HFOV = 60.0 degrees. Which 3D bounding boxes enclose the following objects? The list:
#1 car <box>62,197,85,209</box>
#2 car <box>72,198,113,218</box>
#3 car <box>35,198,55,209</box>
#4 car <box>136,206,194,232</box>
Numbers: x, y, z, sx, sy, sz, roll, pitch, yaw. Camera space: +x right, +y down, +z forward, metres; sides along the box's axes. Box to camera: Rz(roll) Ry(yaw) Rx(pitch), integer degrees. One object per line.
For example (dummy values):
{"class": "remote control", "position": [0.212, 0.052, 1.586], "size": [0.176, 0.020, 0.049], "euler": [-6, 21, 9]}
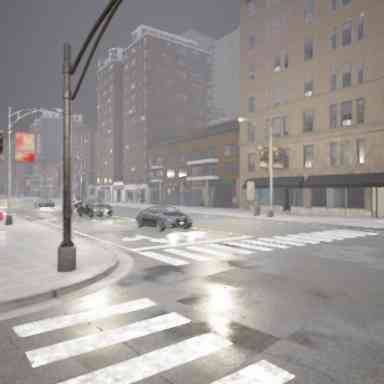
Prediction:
{"class": "car", "position": [-16.525, 1.492, 46.184], "size": [1.812, 1.442, 4.674], "euler": [0, 0, -36]}
{"class": "car", "position": [-8.665, 1.467, 29.596], "size": [2.128, 1.511, 4.902], "euler": [0, 0, -36]}
{"class": "car", "position": [-20.063, 1.529, 45.295], "size": [1.994, 1.385, 4.181], "euler": [0, 0, -36]}
{"class": "car", "position": [-1.721, 1.538, 20.103], "size": [1.994, 1.385, 4.181], "euler": [0, 0, -36]}
